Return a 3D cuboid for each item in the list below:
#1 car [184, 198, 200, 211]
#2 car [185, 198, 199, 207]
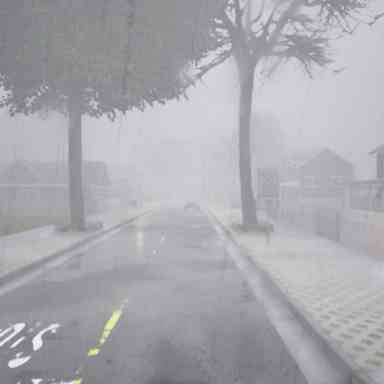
[{"bbox_3d":[0.001,1.486,40.300,1.812,1.442,4.674,0,0,0],"label":"car"},{"bbox_3d":[0.004,1.551,50.646,1.895,1.301,4.718,0,0,0],"label":"car"}]
